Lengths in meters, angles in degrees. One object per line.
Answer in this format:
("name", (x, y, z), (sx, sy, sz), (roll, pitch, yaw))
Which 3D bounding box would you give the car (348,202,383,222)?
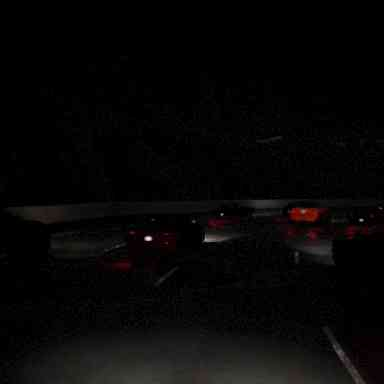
("car", (13.449, 1.715, 25.299), (1.895, 1.301, 4.718), (0, 0, 40))

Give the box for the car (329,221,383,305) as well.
("car", (4.704, 1.640, 7.907), (1.895, 1.301, 4.718), (0, 0, 12))

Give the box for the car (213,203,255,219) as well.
("car", (3.945, 1.657, 30.449), (1.895, 1.301, 4.718), (0, 0, 37))

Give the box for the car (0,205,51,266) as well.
("car", (-6.010, 1.191, 8.520), (2.150, 2.045, 5.566), (0, 0, 11))

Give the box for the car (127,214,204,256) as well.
("car", (-0.893, 1.572, 13.292), (1.994, 1.385, 4.181), (0, 0, 17))

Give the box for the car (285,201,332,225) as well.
("car", (9.041, 1.437, 25.129), (2.097, 1.767, 4.553), (0, 0, 35))

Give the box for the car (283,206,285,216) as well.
("car", (10.529, 1.627, 32.264), (1.812, 1.442, 4.674), (0, 0, 44))
